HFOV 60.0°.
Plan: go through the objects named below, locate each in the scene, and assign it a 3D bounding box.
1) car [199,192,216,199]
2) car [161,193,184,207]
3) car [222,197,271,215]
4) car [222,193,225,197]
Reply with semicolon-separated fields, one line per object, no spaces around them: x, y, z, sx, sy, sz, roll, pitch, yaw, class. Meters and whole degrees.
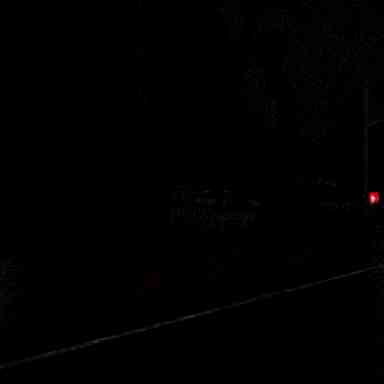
4.889;1.108;92.279;1.932;1.855;4.605;0;0;-37;car
-3.692;1.365;50.066;2.097;1.767;4.553;0;0;-35;car
5.396;1.491;31.782;1.882;1.535;5.008;0;0;-37;car
6.976;1.087;94.342;1.905;1.878;3.866;0;0;-37;car
